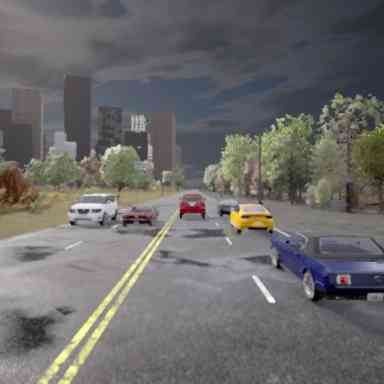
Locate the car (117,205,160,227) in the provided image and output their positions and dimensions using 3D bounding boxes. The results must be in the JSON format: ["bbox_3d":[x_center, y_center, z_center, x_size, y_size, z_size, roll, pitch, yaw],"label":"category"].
[{"bbox_3d":[-3.289,1.513,21.916,1.895,1.301,4.718,0,0,0],"label":"car"}]

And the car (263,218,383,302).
[{"bbox_3d":[3.277,1.580,8.138,1.895,1.301,4.718,1,0,0],"label":"car"}]

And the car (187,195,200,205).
[{"bbox_3d":[0.240,1.263,54.229,2.128,1.511,4.902,0,0,0],"label":"car"}]

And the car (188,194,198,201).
[{"bbox_3d":[0.209,1.174,74.234,2.128,1.511,4.902,0,0,0],"label":"car"}]

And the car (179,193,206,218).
[{"bbox_3d":[0.043,1.118,29.227,2.150,2.045,5.566,0,0,0],"label":"car"}]

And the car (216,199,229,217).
[{"bbox_3d":[3.337,1.407,30.145,2.163,1.488,4.792,0,0,0],"label":"car"}]

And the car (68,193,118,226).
[{"bbox_3d":[-6.535,1.116,22.691,2.150,2.045,5.566,0,0,0],"label":"car"}]

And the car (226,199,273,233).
[{"bbox_3d":[3.305,1.424,19.111,1.882,1.535,5.008,0,0,0],"label":"car"}]
